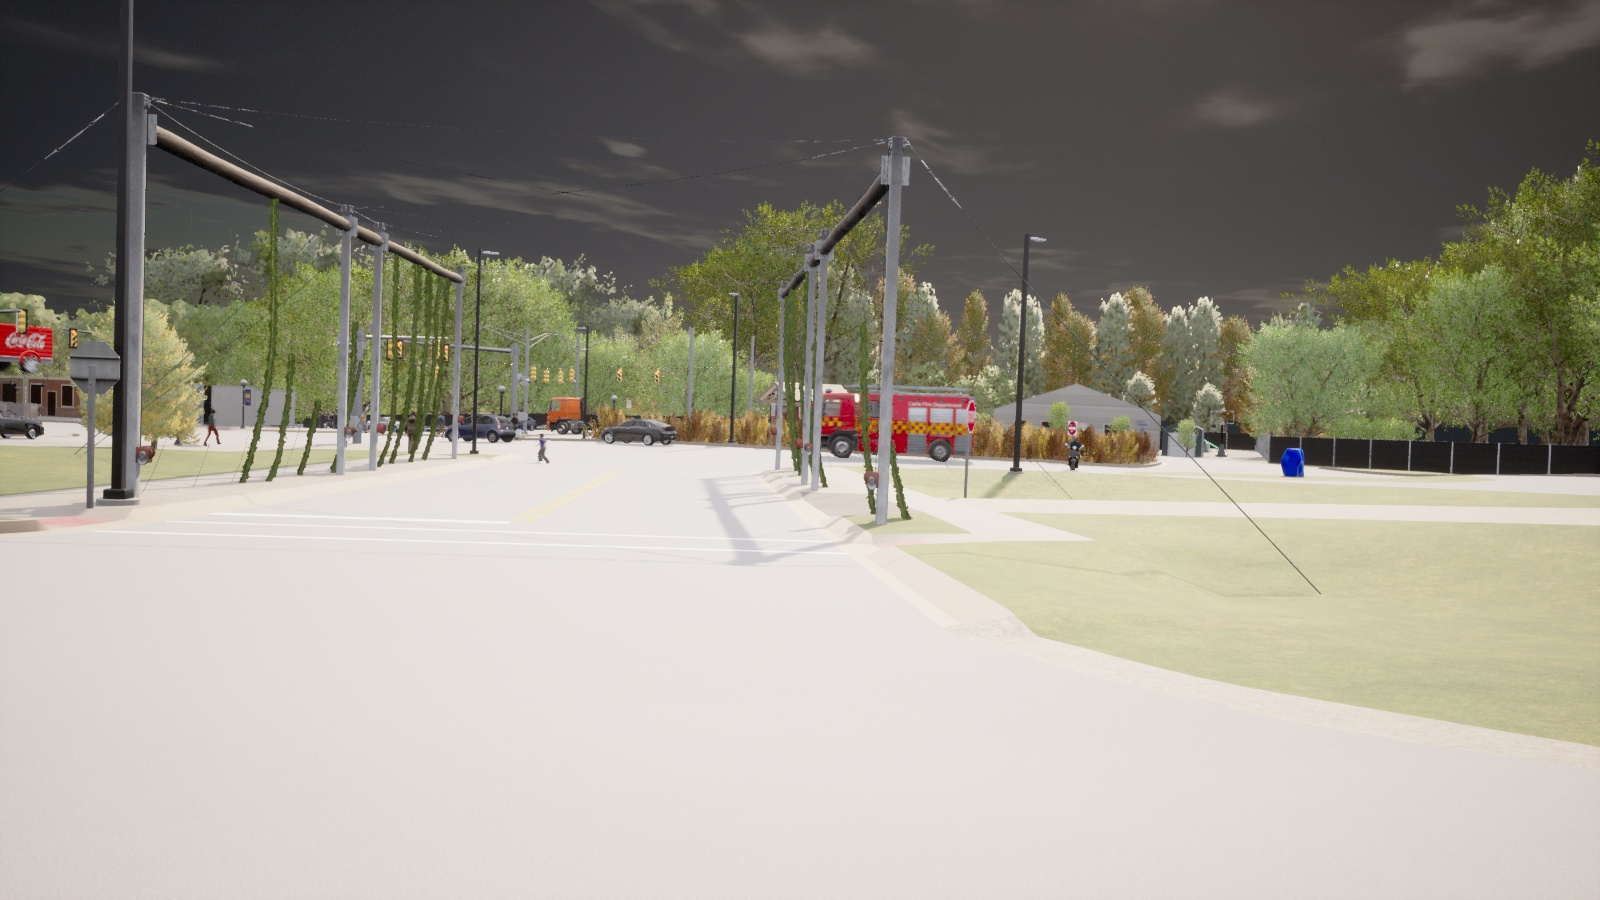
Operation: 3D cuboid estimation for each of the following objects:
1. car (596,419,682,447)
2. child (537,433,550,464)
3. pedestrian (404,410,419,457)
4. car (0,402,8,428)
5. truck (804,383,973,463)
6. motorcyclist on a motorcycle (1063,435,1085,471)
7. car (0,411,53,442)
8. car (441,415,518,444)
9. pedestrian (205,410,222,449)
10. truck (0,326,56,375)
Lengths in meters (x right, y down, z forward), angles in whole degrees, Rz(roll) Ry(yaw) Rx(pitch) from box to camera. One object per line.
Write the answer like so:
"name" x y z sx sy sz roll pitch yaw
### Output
"car" -9.373 -1.015 72.963 4.892 1.490 1.837 2 3 31
"child" -10.443 -0.066 51.127 0.437 1.263 0.270 2 2 6
"pedestrian" -16.242 -0.681 52.493 0.396 1.930 0.692 2 2 -5
"car" -53.722 -2.288 80.728 5.027 1.651 2.152 2 2 21
"truck" 4.552 -1.455 65.229 8.468 3.827 2.891 2 3 4
"motorcyclist on a motorcycle" 12.610 0.118 57.843 0.866 1.590 1.817 4 2 13
"car" -39.786 -1.176 61.956 2.128 1.511 4.902 2 1 16
"car" -18.551 -1.211 72.721 3.988 1.617 1.851 1 2 20
"pedestrian" -28.248 -1.000 60.489 0.353 1.847 0.614 3 3 28
"truck" -43.560 -5.455 67.794 2.627 2.467 5.204 5 3 21
